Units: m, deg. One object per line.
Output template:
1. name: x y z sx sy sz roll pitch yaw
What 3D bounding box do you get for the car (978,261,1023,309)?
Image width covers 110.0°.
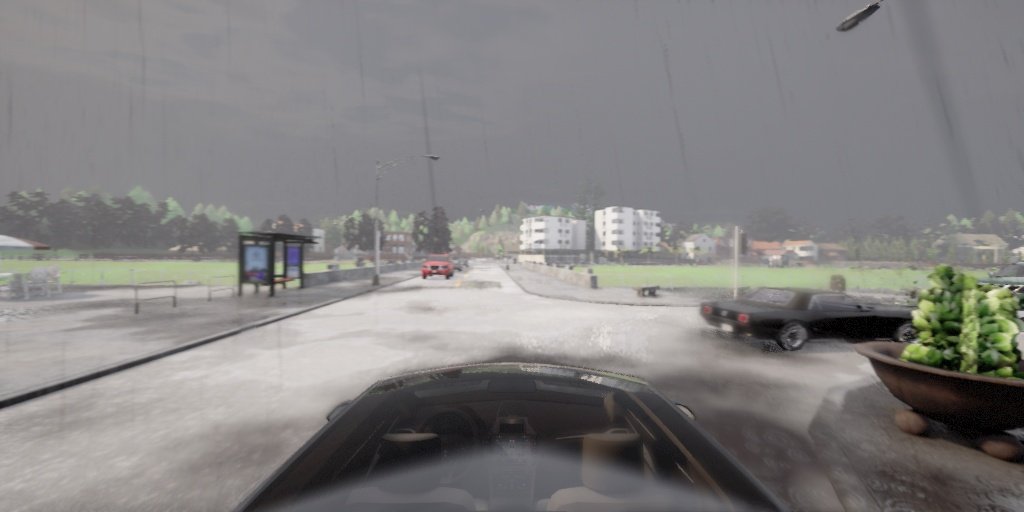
1. car: 20.115 1.199 13.350 5.566 2.045 2.150 1 0 -4

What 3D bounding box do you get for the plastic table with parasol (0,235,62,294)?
1. plastic table with parasol: -20.180 0.401 14.123 2.482 2.480 2.482 0 0 -4

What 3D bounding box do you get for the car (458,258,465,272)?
1. car: -6.987 1.109 42.802 1.812 1.442 4.674 1 0 -4

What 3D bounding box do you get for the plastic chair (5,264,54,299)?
1. plastic chair: -18.904 1.021 14.069 0.730 1.272 0.750 0 0 -4

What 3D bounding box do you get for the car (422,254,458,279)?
1. car: -6.152 0.839 30.393 2.150 2.045 5.566 1 0 -4

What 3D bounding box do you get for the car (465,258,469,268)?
1. car: -7.915 1.036 57.245 2.128 1.511 4.902 1 0 -3

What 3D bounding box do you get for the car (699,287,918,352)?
1. car: 7.279 1.428 8.690 4.718 1.301 1.895 1 0 -6
